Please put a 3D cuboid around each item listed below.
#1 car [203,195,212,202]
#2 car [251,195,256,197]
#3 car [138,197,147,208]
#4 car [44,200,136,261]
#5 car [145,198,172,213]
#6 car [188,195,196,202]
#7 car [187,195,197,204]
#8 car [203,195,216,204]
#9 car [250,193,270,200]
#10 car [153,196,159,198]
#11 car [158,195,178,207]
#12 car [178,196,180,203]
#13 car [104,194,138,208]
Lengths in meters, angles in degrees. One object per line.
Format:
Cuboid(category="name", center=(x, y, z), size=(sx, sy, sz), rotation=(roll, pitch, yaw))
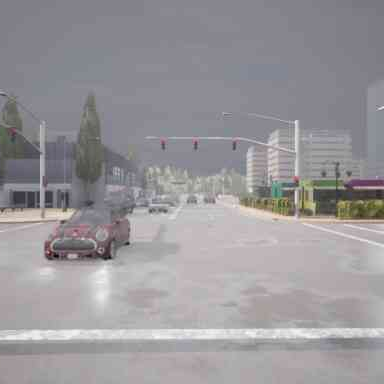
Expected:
Cuboid(category="car", center=(3.484, 1.397, 73.938), size=(1.812, 1.442, 4.674), rotation=(0, 0, 0))
Cuboid(category="car", center=(17.770, 1.156, 83.939), size=(3.866, 1.878, 1.905), rotation=(0, 0, -2))
Cuboid(category="car", center=(-7.108, 1.490, 46.241), size=(2.128, 1.511, 4.902), rotation=(0, 0, 0))
Cuboid(category="car", center=(-3.602, 1.352, 12.279), size=(2.097, 1.767, 4.553), rotation=(0, 0, 0))
Cuboid(category="car", center=(-3.609, 1.601, 36.785), size=(1.895, 1.301, 4.718), rotation=(0, 0, 0))
Cuboid(category="car", center=(-0.016, 1.372, 73.936), size=(1.837, 1.490, 4.892), rotation=(0, 0, 0))
Cuboid(category="car", center=(-0.014, 1.491, 63.662), size=(2.128, 1.511, 4.902), rotation=(0, 0, 0))
Cuboid(category="car", center=(3.486, 1.491, 63.663), size=(2.128, 1.511, 4.902), rotation=(0, 0, 0))
Cuboid(category="car", center=(17.750, 1.153, 86.834), size=(4.605, 1.855, 1.932), rotation=(0, 0, -2))
Cuboid(category="car", center=(-7.019, 1.566, 67.959), size=(1.994, 1.385, 4.181), rotation=(0, 0, 0))
Cuboid(category="car", center=(-3.606, 1.504, 50.505), size=(1.837, 1.490, 4.892), rotation=(0, 0, 0))
Cuboid(category="car", center=(-3.515, 1.404, 68.278), size=(2.097, 1.767, 4.553), rotation=(0, 0, 0))
Cuboid(category="car", center=(-7.121, 1.222, 32.444), size=(2.150, 2.045, 5.566), rotation=(0, 0, 1))
